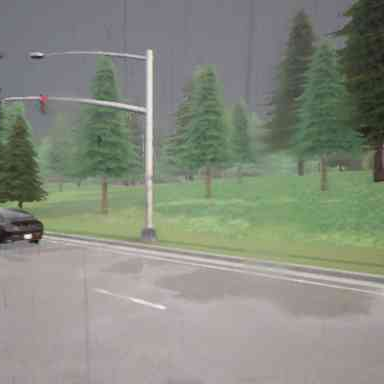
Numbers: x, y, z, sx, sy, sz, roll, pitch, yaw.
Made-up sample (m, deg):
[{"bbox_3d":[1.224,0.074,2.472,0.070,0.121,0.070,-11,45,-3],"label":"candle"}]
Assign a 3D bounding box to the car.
[{"bbox_3d":[-8.275,1.450,14.195,4.892,1.490,1.837,0,0,36],"label":"car"}]
